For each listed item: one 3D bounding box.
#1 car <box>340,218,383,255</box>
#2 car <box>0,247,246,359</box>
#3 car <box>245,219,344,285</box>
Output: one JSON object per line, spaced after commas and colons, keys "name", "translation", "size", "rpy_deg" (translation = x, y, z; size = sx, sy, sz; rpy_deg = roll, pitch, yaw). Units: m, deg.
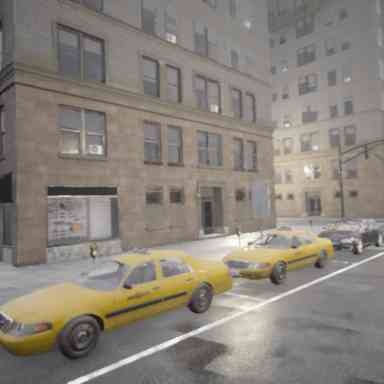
{"name": "car", "translation": [7.006, 1.839, 14.648], "size": [4.403, 1.369, 2.008], "rpy_deg": [0, -3, -45]}
{"name": "car", "translation": [-1.190, 1.817, 6.572], "size": [4.829, 1.417, 1.752], "rpy_deg": [0, -3, -45]}
{"name": "car", "translation": [2.848, 1.816, 10.551], "size": [4.829, 1.417, 1.752], "rpy_deg": [0, -3, -45]}
